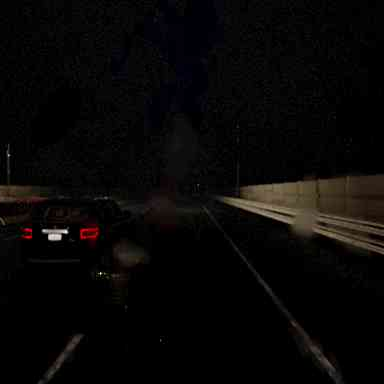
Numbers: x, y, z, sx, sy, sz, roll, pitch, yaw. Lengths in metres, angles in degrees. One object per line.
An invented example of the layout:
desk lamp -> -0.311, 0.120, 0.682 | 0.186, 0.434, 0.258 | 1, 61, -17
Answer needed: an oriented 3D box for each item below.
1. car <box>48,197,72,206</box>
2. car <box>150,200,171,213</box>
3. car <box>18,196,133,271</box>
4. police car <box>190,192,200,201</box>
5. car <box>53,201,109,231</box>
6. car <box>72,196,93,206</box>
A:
car -> -21.060, 1.531, 53.272 | 1.895, 1.301, 4.718 | 0, 0, 1
car -> -3.405, 1.555, 36.812 | 1.895, 1.301, 4.718 | 0, 0, 0
car -> -3.401, 1.208, 10.936 | 2.150, 2.045, 5.566 | 0, 0, 0
police car -> 1.039, 1.315, 82.126 | 1.930, 1.638, 5.238 | 0, 0, 0
car -> -6.904, 1.450, 21.313 | 1.882, 1.535, 5.008 | 0, 0, 0
car -> -17.562, 1.456, 53.723 | 1.812, 1.442, 4.674 | 0, 0, 0
